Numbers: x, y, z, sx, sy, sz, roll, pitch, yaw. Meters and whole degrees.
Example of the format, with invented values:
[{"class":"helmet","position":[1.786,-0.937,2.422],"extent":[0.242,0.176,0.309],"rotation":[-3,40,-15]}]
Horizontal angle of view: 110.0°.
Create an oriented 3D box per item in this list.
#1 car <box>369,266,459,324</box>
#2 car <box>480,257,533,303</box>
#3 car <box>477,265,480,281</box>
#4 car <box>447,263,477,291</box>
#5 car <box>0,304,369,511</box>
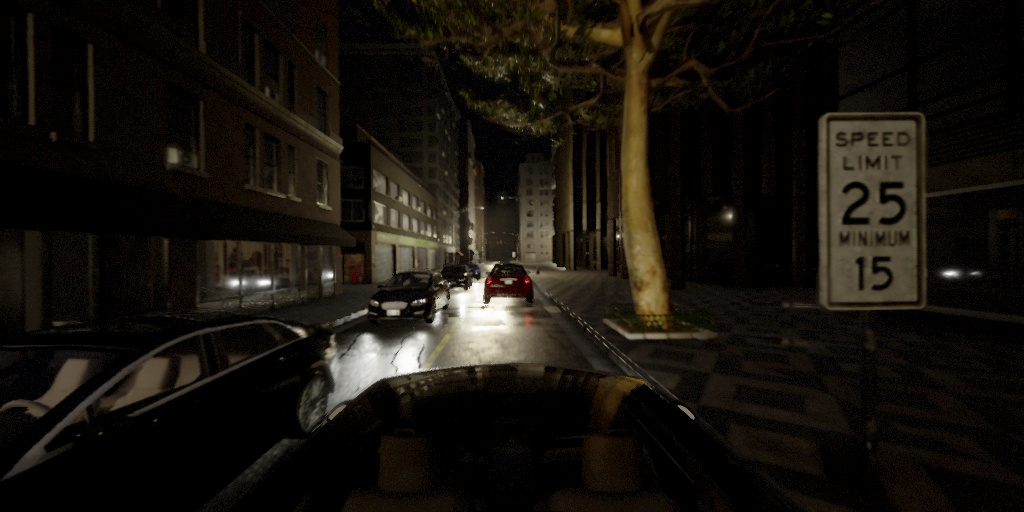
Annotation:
[{"class":"car","position":[-3.290,1.279,12.246],"extent":[2.128,1.511,4.902],"rotation":[-1,0,-1]},{"class":"car","position":[-0.190,1.107,16.992],"extent":[2.097,1.767,4.553],"rotation":[-1,0,-1]},{"class":"car","position":[-3.573,1.356,30.456],"extent":[1.812,1.442,4.674],"rotation":[-1,0,-1]},{"class":"car","position":[-3.493,1.298,22.404],"extent":[1.837,1.490,4.892],"rotation":[-1,0,-1]},{"class":"car","position":[-3.085,1.276,2.634],"extent":[2.128,1.511,4.902],"rotation":[-1,0,-1]}]
